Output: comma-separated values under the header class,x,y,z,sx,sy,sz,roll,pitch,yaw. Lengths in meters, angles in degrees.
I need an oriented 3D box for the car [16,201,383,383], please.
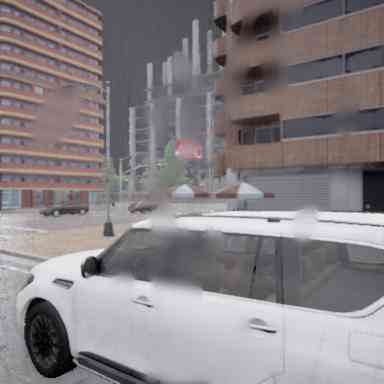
class,x,y,z,sx,sy,sz,roll,pitch,yaw
car,0.240,1.227,3.859,5.566,2.045,2.150,0,0,36
